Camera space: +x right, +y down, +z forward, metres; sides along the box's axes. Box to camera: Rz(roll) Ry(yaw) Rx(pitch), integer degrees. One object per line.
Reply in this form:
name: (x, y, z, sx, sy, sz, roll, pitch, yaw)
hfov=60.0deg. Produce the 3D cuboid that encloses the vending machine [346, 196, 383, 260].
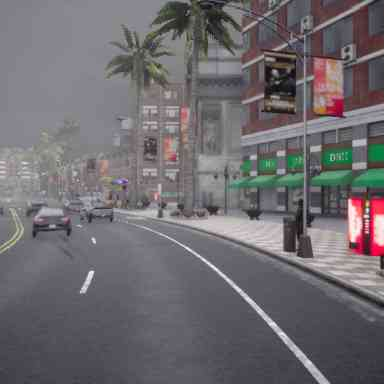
vending machine: (6.073, 1.195, 11.452, 1.100, 2.100, 0.880, 0, 0, -12)

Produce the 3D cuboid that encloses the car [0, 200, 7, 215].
car: (-19.560, 1.507, 32.896, 1.837, 1.490, 4.892, 0, -1, -29)

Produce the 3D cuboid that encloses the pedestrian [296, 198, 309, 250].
pedestrian: (3.833, 1.141, 11.637, 0.375, 1.860, 0.375, 0, 0, -13)

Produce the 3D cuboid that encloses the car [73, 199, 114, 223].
car: (-7.490, 1.492, 25.849, 2.128, 1.511, 4.902, 0, 0, -29)

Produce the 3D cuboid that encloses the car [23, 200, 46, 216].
car: (-15.003, 1.505, 32.121, 1.837, 1.490, 4.892, 0, 0, -29)

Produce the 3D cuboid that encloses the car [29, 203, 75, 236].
car: (-7.727, 1.526, 18.328, 1.812, 1.442, 4.674, 0, 0, -23)

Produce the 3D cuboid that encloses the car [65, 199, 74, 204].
car: (-12.145, 1.492, 34.049, 2.128, 1.511, 4.902, 0, 0, -28)
